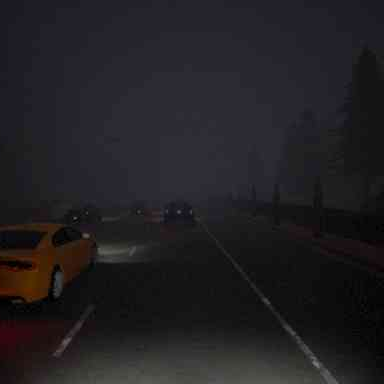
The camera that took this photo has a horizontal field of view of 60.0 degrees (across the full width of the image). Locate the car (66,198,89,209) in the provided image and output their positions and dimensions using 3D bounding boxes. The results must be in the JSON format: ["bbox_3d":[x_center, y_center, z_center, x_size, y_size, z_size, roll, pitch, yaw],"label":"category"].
[{"bbox_3d":[-16.238,1.642,47.309,1.994,1.385,4.181,0,0,-2],"label":"car"}]

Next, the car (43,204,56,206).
[{"bbox_3d":[-19.673,1.563,45.759,1.882,1.535,5.008,0,0,-2],"label":"car"}]

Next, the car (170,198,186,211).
[{"bbox_3d":[-1.821,1.514,42.594,1.882,1.535,5.008,0,0,-3],"label":"car"}]

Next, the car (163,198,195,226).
[{"bbox_3d":[-0.945,1.371,23.930,2.097,1.767,4.553,0,0,-3],"label":"car"}]

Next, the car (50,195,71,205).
[{"bbox_3d":[-23.809,1.460,60.469,2.097,1.767,4.553,0,0,-2],"label":"car"}]

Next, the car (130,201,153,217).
[{"bbox_3d":[-4.837,1.562,31.947,1.812,1.442,4.674,0,0,-3],"label":"car"}]

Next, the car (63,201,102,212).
[{"bbox_3d":[-7.987,1.565,24.724,1.812,1.442,4.674,0,0,-3],"label":"car"}]

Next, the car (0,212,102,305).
[{"bbox_3d":[-3.749,1.494,8.223,1.882,1.535,5.008,0,0,-2],"label":"car"}]
